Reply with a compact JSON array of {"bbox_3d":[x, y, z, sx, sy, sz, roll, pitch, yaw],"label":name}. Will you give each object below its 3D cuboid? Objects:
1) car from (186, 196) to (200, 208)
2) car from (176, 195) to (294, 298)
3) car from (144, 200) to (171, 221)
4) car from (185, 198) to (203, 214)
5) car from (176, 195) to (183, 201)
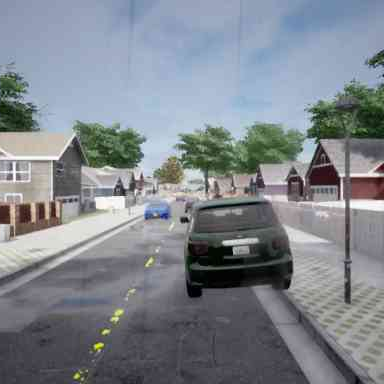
[{"bbox_3d":[0.182,1.416,46.601,1.882,1.535,5.008,0,0,1],"label":"car"},{"bbox_3d":[0.902,1.143,8.673,2.150,2.045,5.566,-5,0,0],"label":"car"},{"bbox_3d":[-2.760,1.449,27.511,1.882,1.535,5.008,0,0,0],"label":"car"},{"bbox_3d":[0.189,1.461,36.234,1.837,1.490,4.892,0,0,0],"label":"car"},{"bbox_3d":[-2.514,1.436,72.383,2.033,1.411,5.357,0,0,0],"label":"car"}]
